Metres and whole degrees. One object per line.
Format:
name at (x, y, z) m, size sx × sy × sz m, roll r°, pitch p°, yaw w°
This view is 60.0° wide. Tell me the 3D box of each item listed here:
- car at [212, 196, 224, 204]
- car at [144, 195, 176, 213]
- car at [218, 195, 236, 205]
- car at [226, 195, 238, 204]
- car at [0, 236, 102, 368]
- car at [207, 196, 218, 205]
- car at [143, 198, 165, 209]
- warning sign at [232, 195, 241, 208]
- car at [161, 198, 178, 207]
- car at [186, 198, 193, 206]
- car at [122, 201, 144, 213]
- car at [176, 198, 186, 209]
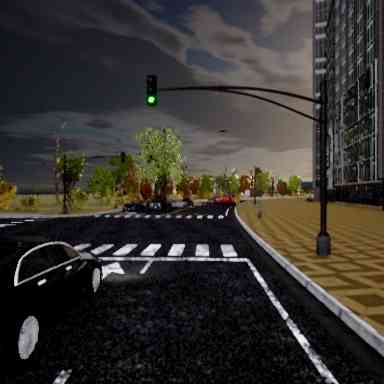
car at (6.319, 1.826, 80.222) m, size 2.097 × 1.767 × 4.553 m, roll 0°, pitch 0°, yaw 14°
car at (-3.904, 1.455, 41.257) m, size 2.150 × 2.045 × 5.566 m, roll 0°, pitch 0°, yaw 7°
car at (7.491, 1.634, 69.794) m, size 2.150 × 2.045 × 5.566 m, roll 0°, pitch 0°, yaw 12°
car at (9.626, 1.699, 80.090) m, size 2.150 × 2.045 × 5.566 m, roll 0°, pitch 0°, yaw 14°
car at (-3.020, 1.538, 5.778) m, size 1.837 × 1.490 × 4.892 m, roll 0°, pitch 0°, yaw 1°
car at (4.372, 1.974, 70.909) m, size 1.994 × 1.385 × 4.181 m, roll 0°, pitch 0°, yaw 12°
car at (-5.806, 1.783, 51.451) m, size 2.128 × 1.511 × 4.902 m, roll 0°, pitch 0°, yaw 9°
warning sign at (6.457, 1.394, 47.908) m, size 1.300 × 1.860 × 1.060 m, roll 0°, pitch 0°, yaw 8°
car at (-4.136, 1.844, 61.655) m, size 2.128 × 1.511 × 4.902 m, roll 0°, pitch 0°, yaw 10°
car at (-0.899, 1.878, 61.277) m, size 1.812 × 1.442 × 4.674 m, roll 0°, pitch 0°, yaw 10°
car at (-7.173, 1.795, 41.217) m, size 1.994 × 1.385 × 4.181 m, roll 0°, pitch 0°, yaw 7°
car at (-2.577, 1.892, 51.083) m, size 1.895 × 1.301 × 4.718 m, roll 0°, pitch 0°, yaw 9°
